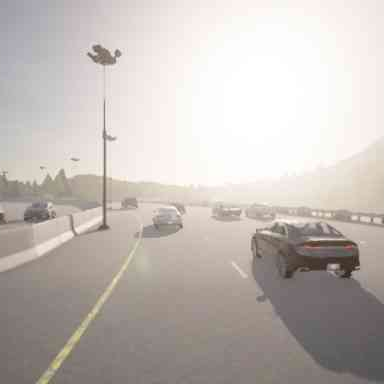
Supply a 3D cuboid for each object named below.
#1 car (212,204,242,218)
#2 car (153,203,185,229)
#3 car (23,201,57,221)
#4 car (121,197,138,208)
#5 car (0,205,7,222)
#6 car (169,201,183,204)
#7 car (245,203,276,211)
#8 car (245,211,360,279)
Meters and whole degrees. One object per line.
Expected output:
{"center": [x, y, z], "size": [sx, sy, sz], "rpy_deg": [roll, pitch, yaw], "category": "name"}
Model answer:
{"center": [3.483, 1.926, 34.504], "size": [1.895, 1.301, 4.718], "rpy_deg": [0, -1, -12], "category": "car"}
{"center": [-1.796, 1.766, 23.898], "size": [1.812, 1.442, 4.674], "rpy_deg": [0, -1, -9], "category": "car"}
{"center": [-13.946, 1.701, 30.727], "size": [2.097, 1.767, 4.553], "rpy_deg": [0, -1, -12], "category": "car"}
{"center": [-11.245, 1.838, 59.508], "size": [2.150, 2.045, 5.566], "rpy_deg": [0, -1, -22], "category": "car"}
{"center": [-16.722, 1.671, 26.713], "size": [2.097, 1.767, 4.553], "rpy_deg": [0, -1, -11], "category": "car"}
{"center": [-2.211, 1.936, 43.150], "size": [1.837, 1.490, 4.892], "rpy_deg": [1, 0, -16], "category": "car"}
{"center": [7.010, 1.836, 34.232], "size": [1.812, 1.442, 4.674], "rpy_deg": [0, -1, -12], "category": "car"}
{"center": [3.220, 1.583, 10.365], "size": [2.128, 1.511, 4.902], "rpy_deg": [0, 0, -4], "category": "car"}
